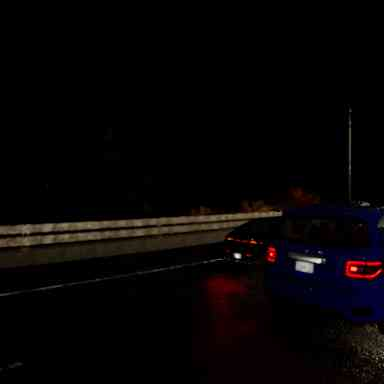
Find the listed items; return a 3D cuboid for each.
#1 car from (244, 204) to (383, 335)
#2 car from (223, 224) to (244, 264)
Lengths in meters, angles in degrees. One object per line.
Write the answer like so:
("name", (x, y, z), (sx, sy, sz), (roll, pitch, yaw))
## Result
("car", (3.799, 1.281, 6.921), (5.566, 2.045, 2.150), (1, 0, -40))
("car", (3.124, 1.584, 11.006), (4.892, 1.490, 1.837), (1, 0, -41))
